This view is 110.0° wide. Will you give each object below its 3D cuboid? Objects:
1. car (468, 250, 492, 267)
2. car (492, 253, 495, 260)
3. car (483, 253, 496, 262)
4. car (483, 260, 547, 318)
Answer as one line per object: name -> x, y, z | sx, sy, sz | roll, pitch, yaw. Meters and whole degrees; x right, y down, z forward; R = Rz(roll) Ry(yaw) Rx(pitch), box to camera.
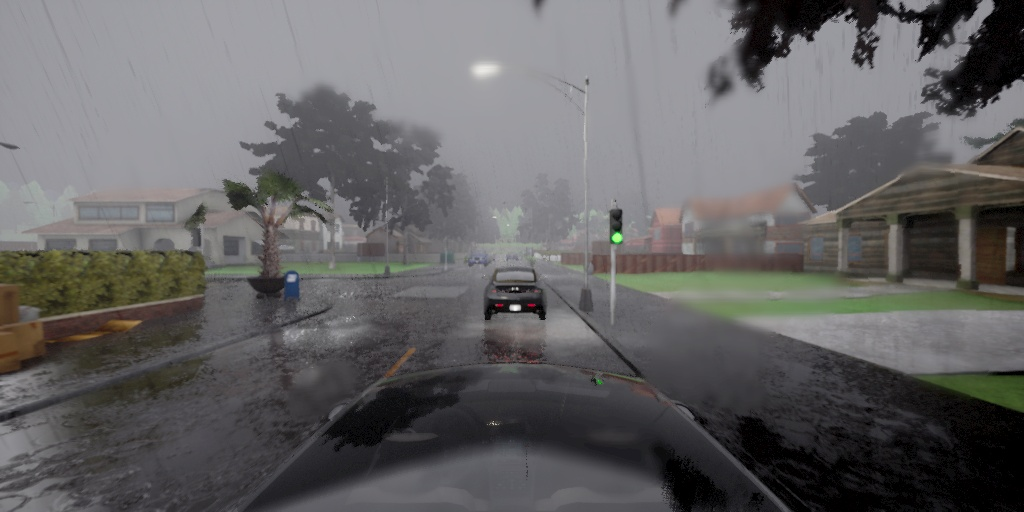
car -> -4.096, 0.248, 44.471 | 2.150, 2.045, 5.566 | 0, 1, 0
car -> -4.068, 0.348, 54.524 | 2.128, 1.511, 4.902 | 0, 1, 0
car -> -3.999, 0.226, 65.060 | 2.033, 1.411, 5.357 | 0, 1, 0
car -> 0.094, 1.082, 12.001 | 1.837, 1.490, 4.892 | 0, 1, 0
